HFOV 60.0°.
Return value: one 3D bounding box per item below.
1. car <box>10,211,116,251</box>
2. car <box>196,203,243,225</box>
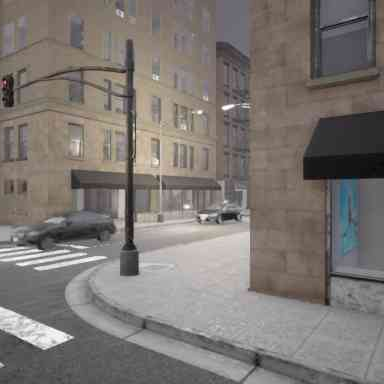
[{"bbox_3d":[-5.478,1.590,14.760,1.812,1.442,4.674,0,0,35],"label":"car"},{"bbox_3d":[2.214,1.636,25.581,2.128,1.511,4.902,0,0,35],"label":"car"}]
